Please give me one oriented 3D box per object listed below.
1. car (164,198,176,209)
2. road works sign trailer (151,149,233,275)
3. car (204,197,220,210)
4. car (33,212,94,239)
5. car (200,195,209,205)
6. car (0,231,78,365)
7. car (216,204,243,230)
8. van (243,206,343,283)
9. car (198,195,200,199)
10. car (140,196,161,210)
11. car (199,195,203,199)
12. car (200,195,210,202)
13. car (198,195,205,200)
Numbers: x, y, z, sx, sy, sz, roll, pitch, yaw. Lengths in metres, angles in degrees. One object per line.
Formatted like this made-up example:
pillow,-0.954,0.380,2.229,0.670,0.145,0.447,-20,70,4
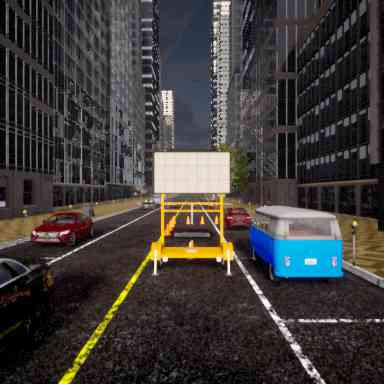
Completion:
car,-3.087,1.543,44.869,2.033,1.411,5.357,0,0,0
road works sign trailer,0.003,0.464,10.405,2.380,3.560,2.880,0,0,0
car,2.701,1.581,37.847,1.802,1.307,4.206,0,0,0
car,-5.686,1.581,15.082,1.802,1.307,4.206,0,0,0
car,2.705,1.544,49.232,2.008,1.369,4.403,0,0,0
car,-3.099,1.491,3.380,2.128,1.511,4.902,0,0,0
car,2.696,1.581,20.769,1.802,1.307,4.206,0,0,0
van,2.693,1.341,9.385,1.690,1.788,3.998,0,0,0
car,2.710,1.410,66.309,1.967,1.590,4.097,0,0,0
car,-5.678,1.548,43.545,2.008,1.369,4.403,0,0,0
car,2.706,1.538,54.924,2.008,1.369,4.403,0,0,0
car,2.711,1.401,72.001,1.967,1.590,4.097,0,0,0
car,2.719,1.462,94.772,1.887,1.381,4.507,0,0,0
